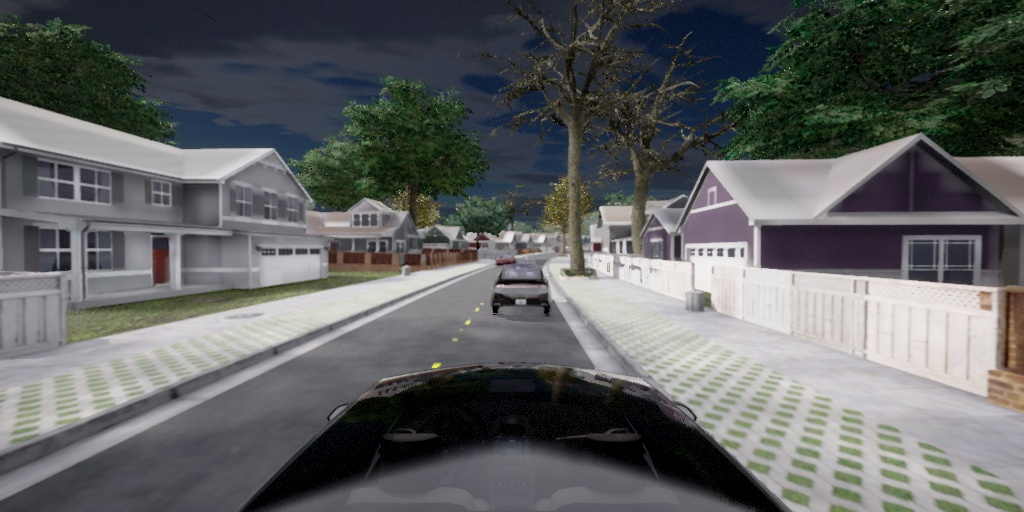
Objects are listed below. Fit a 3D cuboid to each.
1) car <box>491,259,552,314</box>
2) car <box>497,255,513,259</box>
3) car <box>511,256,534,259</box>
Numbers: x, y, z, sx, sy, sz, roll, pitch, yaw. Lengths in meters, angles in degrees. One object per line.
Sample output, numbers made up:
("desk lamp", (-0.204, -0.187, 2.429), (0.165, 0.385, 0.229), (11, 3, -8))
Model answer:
("car", (0.341, 1.033, 12.540), (2.128, 1.511, 4.902), (0, 1, 2))
("car", (-0.692, 0.541, 40.220), (1.895, 1.301, 4.718), (0, 1, 6))
("car", (1.193, 0.811, 28.289), (1.895, 1.301, 4.718), (0, 1, 4))
